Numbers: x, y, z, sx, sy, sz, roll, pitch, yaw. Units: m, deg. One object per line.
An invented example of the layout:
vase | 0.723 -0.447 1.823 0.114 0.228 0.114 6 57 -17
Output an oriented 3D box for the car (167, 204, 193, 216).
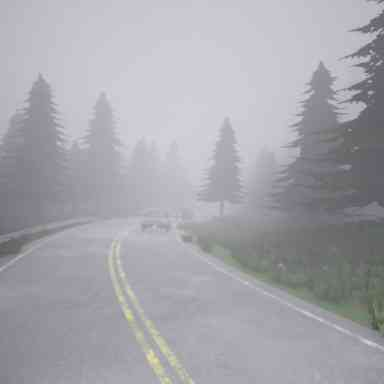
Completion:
car | -1.615 2.504 47.315 2.128 1.511 4.902 4 -1 15

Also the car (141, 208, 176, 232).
car | -2.430 2.017 23.770 1.895 1.301 4.718 3 -1 -1

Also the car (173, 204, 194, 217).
car | -1.214 2.350 36.038 2.033 1.411 5.357 4 -1 14
